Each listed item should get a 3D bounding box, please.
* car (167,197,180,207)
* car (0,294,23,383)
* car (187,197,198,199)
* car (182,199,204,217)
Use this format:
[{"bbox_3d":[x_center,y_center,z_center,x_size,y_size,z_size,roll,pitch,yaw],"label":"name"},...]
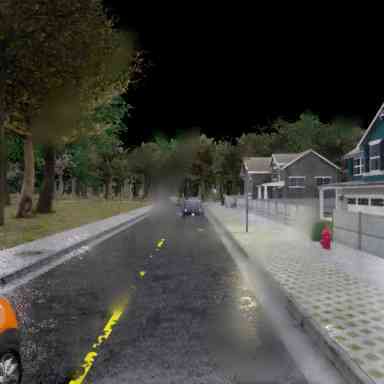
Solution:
[{"bbox_3d":[-2.825,1.559,51.451,1.812,1.442,4.674,0,0,0],"label":"car"},{"bbox_3d":[-2.848,1.352,1.615,2.097,1.767,4.553,0,0,0],"label":"car"},{"bbox_3d":[0.106,1.376,43.018,2.097,1.767,4.553,0,0,0],"label":"car"},{"bbox_3d":[0.103,1.612,30.717,1.895,1.301,4.718,0,0,0],"label":"car"}]
